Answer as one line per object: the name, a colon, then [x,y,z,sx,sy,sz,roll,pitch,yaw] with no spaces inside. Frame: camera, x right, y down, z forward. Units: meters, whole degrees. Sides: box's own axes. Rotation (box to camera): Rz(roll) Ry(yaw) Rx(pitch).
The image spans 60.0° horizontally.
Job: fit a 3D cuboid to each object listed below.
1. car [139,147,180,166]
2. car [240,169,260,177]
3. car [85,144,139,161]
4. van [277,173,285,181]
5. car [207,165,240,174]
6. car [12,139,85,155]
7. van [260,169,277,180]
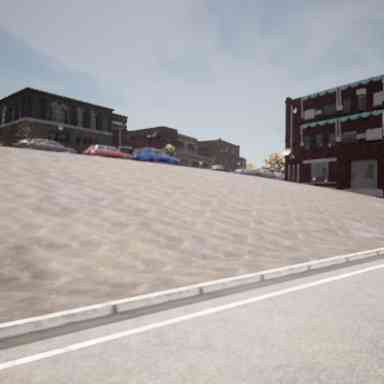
car: [-3.691,-3.332,34.452,2.435,2.045,5.566,0,-1,44]
car: [7.211,-2.445,46.926,2.002,1.452,4.674,0,-2,40]
car: [-7.568,-3.363,30.395,2.185,1.767,4.553,0,-1,45]
van: [14.190,-2.198,55.698,1.878,1.987,4.442,1,-2,38]
car: [3.647,-2.666,42.688,2.002,1.452,4.674,0,-2,41]
car: [-11.536,-3.373,26.391,4.892,1.521,2.231,2,-1,-44]
van: [10.802,-2.462,51.324,1.878,1.987,4.442,0,-2,39]
